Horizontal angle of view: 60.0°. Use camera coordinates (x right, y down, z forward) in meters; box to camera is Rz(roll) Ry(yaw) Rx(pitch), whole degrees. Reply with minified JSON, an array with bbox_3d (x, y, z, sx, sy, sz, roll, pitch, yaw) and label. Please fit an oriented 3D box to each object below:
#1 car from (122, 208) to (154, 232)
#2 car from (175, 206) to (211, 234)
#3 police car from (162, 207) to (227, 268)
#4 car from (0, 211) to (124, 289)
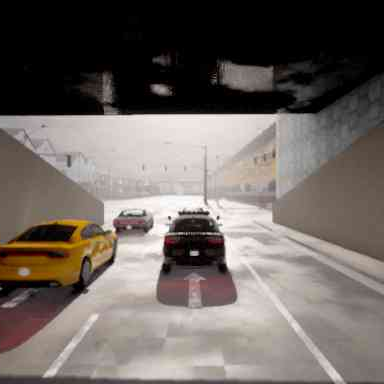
[{"bbox_3d":[-3.439,1.657,20.457,1.895,1.301,4.718,0,0,0],"label":"car"},{"bbox_3d":[0.058,1.619,20.507,1.994,1.385,4.181,0,0,0],"label":"car"},{"bbox_3d":[0.067,1.456,11.504,1.930,1.638,5.238,0,0,0],"label":"police car"},{"bbox_3d":[-3.428,1.504,9.278,1.882,1.535,5.008,0,0,0],"label":"car"}]
